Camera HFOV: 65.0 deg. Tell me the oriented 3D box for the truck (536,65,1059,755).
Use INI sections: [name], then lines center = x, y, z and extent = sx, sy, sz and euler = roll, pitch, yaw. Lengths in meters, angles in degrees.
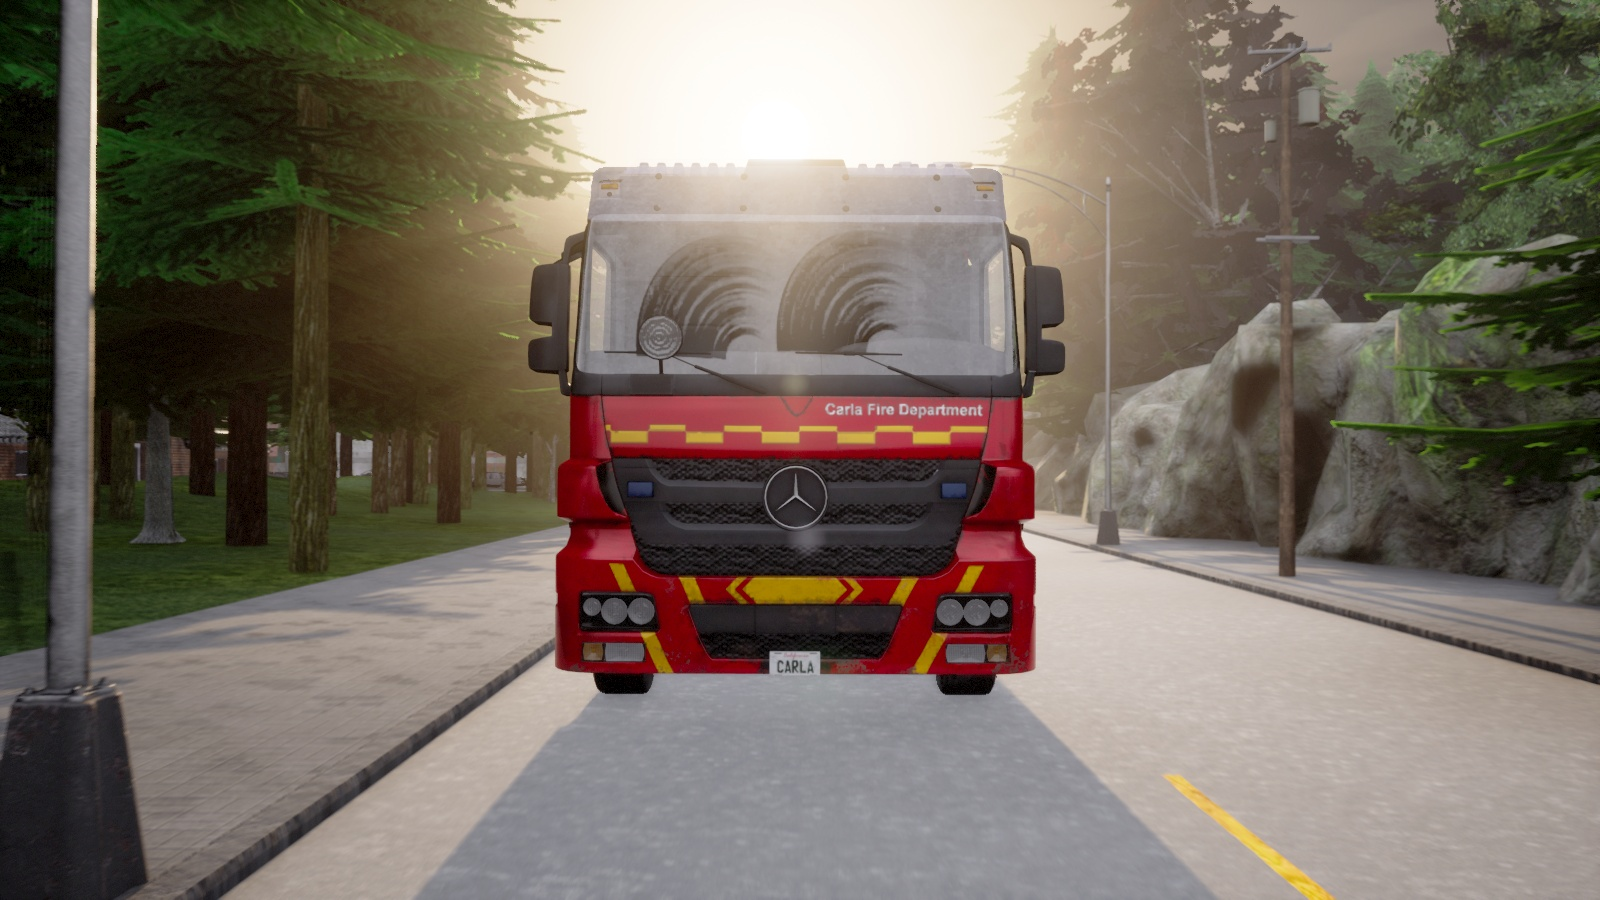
[truck]
center = -0.031, -0.163, 11.205
extent = 2.891, 3.827, 8.468
euler = 0, -1, 0
